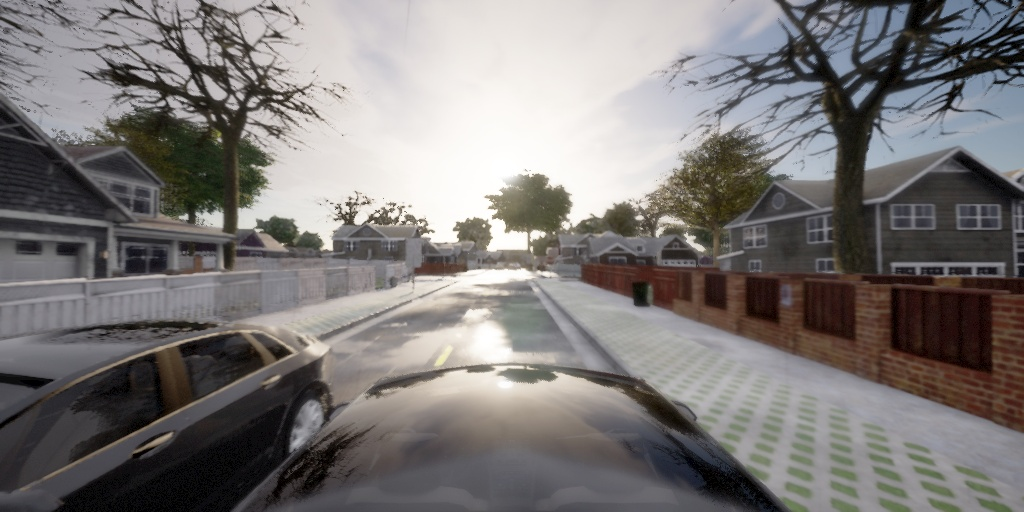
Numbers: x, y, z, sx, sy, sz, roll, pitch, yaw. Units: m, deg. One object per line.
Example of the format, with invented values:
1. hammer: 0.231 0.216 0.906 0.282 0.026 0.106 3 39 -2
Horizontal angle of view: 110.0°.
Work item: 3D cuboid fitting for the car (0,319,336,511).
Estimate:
1. car: -2.848 1.257 2.033 1.837 1.490 4.892 0 0 0
